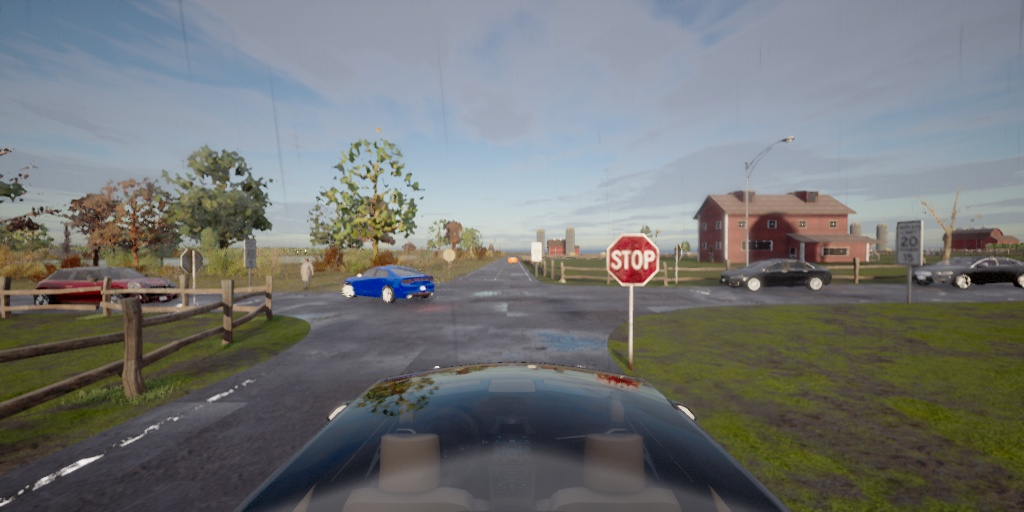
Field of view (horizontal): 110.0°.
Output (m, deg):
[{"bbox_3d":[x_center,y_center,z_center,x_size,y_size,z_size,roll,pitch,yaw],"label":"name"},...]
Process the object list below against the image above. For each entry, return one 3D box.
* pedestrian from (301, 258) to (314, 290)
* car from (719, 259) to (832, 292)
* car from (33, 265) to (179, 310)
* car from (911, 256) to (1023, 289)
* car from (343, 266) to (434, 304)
[{"bbox_3d":[-12.117,1.040,21.155,0.375,1.860,0.375,0,2,1],"label":"pedestrian"},{"bbox_3d":[13.036,0.932,17.920,4.892,1.490,1.837,-1,1,2],"label":"car"},{"bbox_3d":[-17.057,1.246,15.251,4.553,1.767,2.097,-1,1,1],"label":"car"},{"bbox_3d":[22.789,0.777,17.781,4.902,1.511,2.128,-1,1,1],"label":"car"},{"bbox_3d":[-5.714,1.197,16.319,5.008,1.535,1.882,0,0,36],"label":"car"}]
